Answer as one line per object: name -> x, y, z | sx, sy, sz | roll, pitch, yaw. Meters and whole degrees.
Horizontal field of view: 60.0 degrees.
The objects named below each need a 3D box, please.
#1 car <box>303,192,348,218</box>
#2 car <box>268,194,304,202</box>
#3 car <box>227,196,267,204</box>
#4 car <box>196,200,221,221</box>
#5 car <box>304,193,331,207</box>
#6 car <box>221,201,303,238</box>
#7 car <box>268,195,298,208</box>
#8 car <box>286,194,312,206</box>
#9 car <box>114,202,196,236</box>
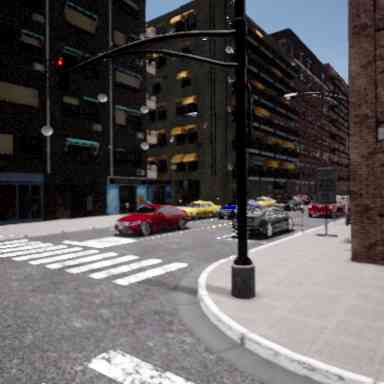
car -> 10.329, 1.065, 25.409 | 1.967, 1.590, 4.097 | 0, 1, 37
car -> 9.735, 1.112, 33.674 | 1.812, 1.442, 4.674 | -1, 0, 37
car -> 3.794, 1.264, 25.699 | 1.812, 1.442, 4.674 | -1, 0, 37
car -> 0.505, 1.323, 25.409 | 1.752, 1.417, 4.829 | 0, 1, 37
car -> 15.752, 0.935, 41.698 | 1.837, 1.490, 4.892 | -1, 1, 37
car -> 3.558, 1.349, 16.314 | 2.008, 1.369, 4.403 | 0, 1, 37
car -> 10.765, 1.101, 39.190 | 1.947, 1.339, 4.313 | 0, 1, 37
car -> 14.151, 0.993, 43.738 | 1.887, 1.381, 4.507 | 0, 1, 37
car -> -2.025, 1.413, 17.869 | 1.812, 1.442, 4.674 | -1, 0, 37
